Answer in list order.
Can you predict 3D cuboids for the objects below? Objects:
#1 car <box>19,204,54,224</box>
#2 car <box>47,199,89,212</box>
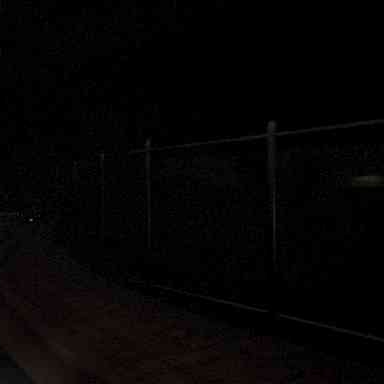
[{"bbox_3d":[-11.456,1.764,26.483,1.895,1.301,4.718,0,0,7],"label":"car"},{"bbox_3d":[-16.320,1.754,43.958,2.128,1.511,4.902,0,0,32],"label":"car"}]
